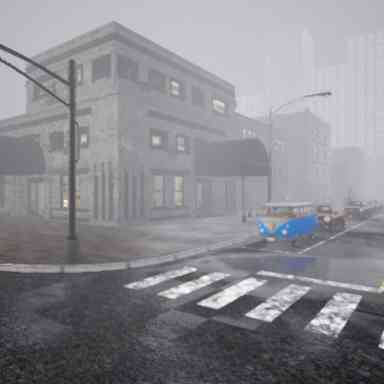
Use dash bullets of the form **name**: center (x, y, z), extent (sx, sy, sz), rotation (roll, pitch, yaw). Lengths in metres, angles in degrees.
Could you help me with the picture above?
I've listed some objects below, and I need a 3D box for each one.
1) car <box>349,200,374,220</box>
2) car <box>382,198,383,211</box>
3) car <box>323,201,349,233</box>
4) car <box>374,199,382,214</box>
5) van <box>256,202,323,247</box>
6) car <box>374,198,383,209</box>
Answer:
- **car**: center (13.895, 1.435, 28.314), extent (1.967, 1.590, 4.097), rotation (0, 0, 35)
- **car**: center (20.289, 1.552, 37.322), extent (2.008, 1.369, 4.403), rotation (0, 0, 35)
- **car**: center (7.500, 1.433, 19.303), extent (1.967, 1.590, 4.097), rotation (0, 0, 35)
- **car**: center (17.091, 1.548, 32.817), extent (2.008, 1.369, 4.403), rotation (0, 0, 35)
- **van**: center (4.303, 1.334, 14.798), extent (1.690, 1.788, 3.998), rotation (0, 0, 35)
- **car**: center (26.584, 1.535, 46.193), extent (1.752, 1.417, 4.829), rotation (0, 0, 35)
